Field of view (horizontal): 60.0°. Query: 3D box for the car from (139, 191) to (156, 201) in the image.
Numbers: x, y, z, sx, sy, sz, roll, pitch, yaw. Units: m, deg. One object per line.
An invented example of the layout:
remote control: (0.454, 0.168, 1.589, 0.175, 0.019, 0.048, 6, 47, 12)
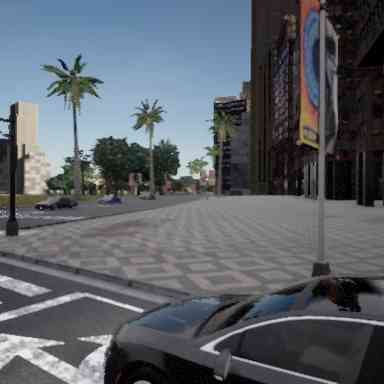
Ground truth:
car: (-8.439, 0.693, 62.801, 2.097, 1.767, 4.553, 0, 1, 11)

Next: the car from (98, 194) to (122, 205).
car: (-11.567, 1.046, 47.200, 1.812, 1.442, 4.674, 0, 1, 12)

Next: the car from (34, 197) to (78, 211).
car: (-14.304, 1.193, 35.487, 2.033, 1.411, 5.357, 0, 1, 14)

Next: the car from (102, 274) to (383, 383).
car: (1.353, 1.503, 2.747, 4.892, 1.490, 1.837, 0, 0, 34)
